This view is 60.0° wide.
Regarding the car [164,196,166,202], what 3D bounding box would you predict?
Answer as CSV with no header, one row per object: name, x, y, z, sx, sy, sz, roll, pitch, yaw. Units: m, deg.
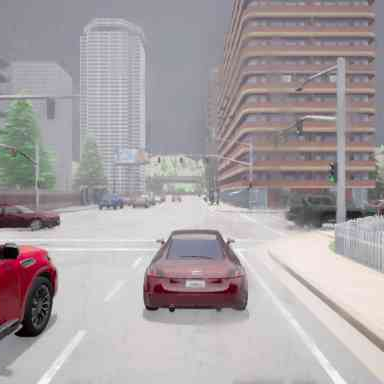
car,-7.069,1.499,76.463,1.837,1.490,4.892,0,0,0

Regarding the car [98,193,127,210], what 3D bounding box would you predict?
car,-10.615,1.221,44.048,2.150,2.045,5.566,0,0,2

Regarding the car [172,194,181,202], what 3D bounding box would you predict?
car,-3.570,1.355,77.687,2.097,1.767,4.553,0,0,0

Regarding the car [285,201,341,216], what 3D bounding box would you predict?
car,11.395,1.545,31.343,4.718,1.301,1.895,0,0,-12

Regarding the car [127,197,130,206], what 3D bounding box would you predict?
car,-10.638,1.526,53.803,1.812,1.442,4.674,0,0,0

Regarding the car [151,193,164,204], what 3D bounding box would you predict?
car,-7.093,1.526,66.025,1.812,1.442,4.674,0,0,0

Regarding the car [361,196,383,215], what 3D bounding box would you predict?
car,19.834,1.297,34.194,4.553,1.767,2.097,0,0,-27

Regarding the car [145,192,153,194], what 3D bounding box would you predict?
car,-10.567,1.225,74.763,2.150,2.045,5.566,0,0,0

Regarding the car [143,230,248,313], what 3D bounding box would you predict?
car,0.086,1.564,7.775,1.994,1.385,4.181,0,0,1

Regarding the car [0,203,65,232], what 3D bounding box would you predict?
car,-10.384,1.459,19.614,5.008,1.535,1.882,1,0,0

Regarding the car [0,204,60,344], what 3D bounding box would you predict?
car,-3.434,1.221,3.496,2.150,2.045,5.566,0,0,0

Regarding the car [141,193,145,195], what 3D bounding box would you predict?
car,-10.602,1.505,64.235,1.837,1.490,4.892,0,0,0

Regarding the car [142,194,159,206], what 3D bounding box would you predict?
car,-7.138,1.526,55.762,1.812,1.442,4.674,0,0,0

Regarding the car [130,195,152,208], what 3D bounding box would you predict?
car,-7.124,1.526,46.905,1.812,1.442,4.674,0,0,-2

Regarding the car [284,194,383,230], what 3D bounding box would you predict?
car,8.423,1.162,20.070,5.566,2.045,2.150,0,0,-5
